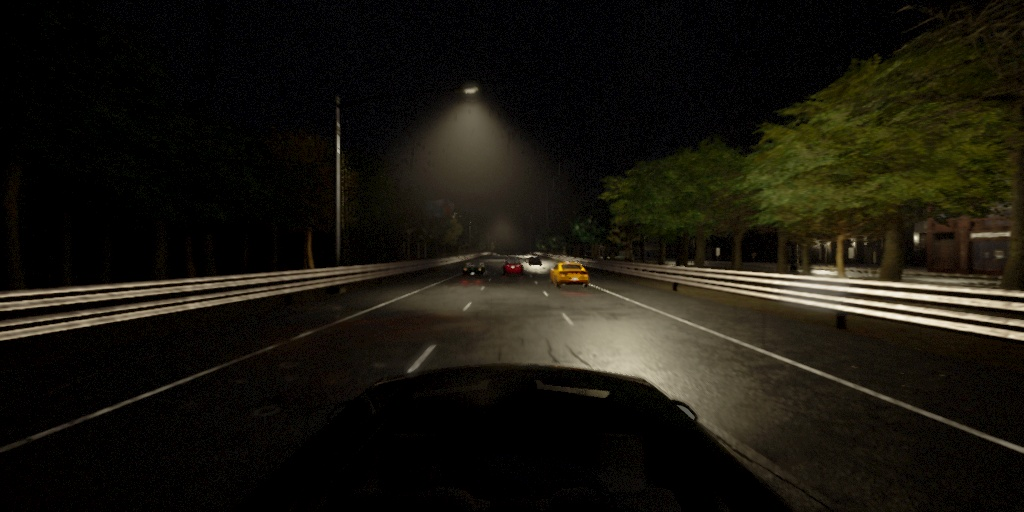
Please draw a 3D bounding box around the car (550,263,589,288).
[{"bbox_3d":[3.598,1.163,23.074,1.882,1.535,5.008,0,0,0],"label":"car"}]

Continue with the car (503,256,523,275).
[{"bbox_3d":[0.096,1.059,36.118,2.163,1.488,4.792,0,1,0],"label":"car"}]

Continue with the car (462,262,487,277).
[{"bbox_3d":[-3.404,1.189,33.465,1.895,1.301,4.718,0,1,0],"label":"car"}]

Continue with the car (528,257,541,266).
[{"bbox_3d":[3.596,0.777,57.032,1.994,1.385,4.181,0,1,0],"label":"car"}]
